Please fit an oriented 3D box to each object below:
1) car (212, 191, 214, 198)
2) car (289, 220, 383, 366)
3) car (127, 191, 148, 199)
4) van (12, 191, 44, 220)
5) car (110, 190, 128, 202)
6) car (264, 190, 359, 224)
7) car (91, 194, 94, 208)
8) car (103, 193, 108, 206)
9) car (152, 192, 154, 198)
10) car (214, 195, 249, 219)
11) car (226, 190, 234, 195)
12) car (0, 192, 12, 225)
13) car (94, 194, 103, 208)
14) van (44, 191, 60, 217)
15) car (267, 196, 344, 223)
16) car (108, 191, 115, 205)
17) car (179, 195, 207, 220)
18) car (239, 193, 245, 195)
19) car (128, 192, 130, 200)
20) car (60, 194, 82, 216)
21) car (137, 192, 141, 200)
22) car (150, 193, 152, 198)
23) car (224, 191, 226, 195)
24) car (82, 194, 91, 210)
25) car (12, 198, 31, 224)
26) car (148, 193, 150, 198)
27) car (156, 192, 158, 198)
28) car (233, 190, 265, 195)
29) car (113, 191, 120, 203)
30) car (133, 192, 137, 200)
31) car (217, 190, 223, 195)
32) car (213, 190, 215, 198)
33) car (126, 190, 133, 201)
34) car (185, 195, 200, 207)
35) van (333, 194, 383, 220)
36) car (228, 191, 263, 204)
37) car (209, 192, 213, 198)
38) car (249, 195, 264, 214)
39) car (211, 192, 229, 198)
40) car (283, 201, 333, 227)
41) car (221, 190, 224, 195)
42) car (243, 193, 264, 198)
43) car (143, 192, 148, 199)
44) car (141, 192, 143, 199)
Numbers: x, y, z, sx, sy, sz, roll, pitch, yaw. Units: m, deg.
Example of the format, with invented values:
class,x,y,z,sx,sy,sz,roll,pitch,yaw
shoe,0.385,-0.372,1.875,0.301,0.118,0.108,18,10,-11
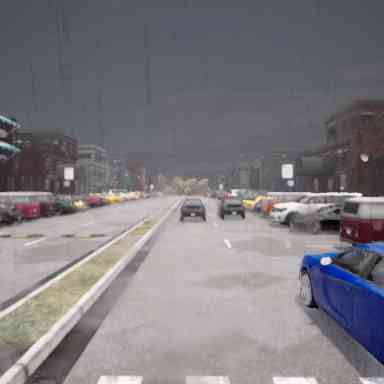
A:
class,x,y,z,sx,sy,sz,roll,pitch,yaw
car,7.608,0.890,75.257,4.792,1.488,2.163,0,0,0
car,3.097,1.444,4.721,1.882,1.535,5.008,0,0,0
car,-12.806,0.749,78.423,4.553,1.767,2.185,0,0,0
van,-13.016,1.051,22.976,4.442,1.987,1.878,0,1,0
car,-13.048,0.891,50.768,5.366,1.575,1.946,0,1,0
car,7.597,1.056,20.123,5.566,2.045,2.435,0,1,0
car,-12.912,1.010,33.969,4.553,1.767,2.185,0,1,0
car,-12.904,1.084,39.529,4.792,1.488,2.163,0,1,0
car,-12.833,0.904,83.972,5.008,1.535,2.097,0,0,0
car,3.079,1.257,26.720,1.837,1.490,4.892,0,1,0
car,7.578,0.770,42.186,5.566,2.045,2.435,0,1,0
car,-12.943,1.087,17.293,5.566,2.045,2.435,0,1,0
car,-12.873,1.096,36.749,5.008,1.535,2.097,0,1,0
van,-13.008,1.019,25.630,4.442,1.987,1.878,0,1,0
car,7.654,1.151,22.883,4.553,1.767,2.185,0,1,0
car,-12.878,1.014,42.308,4.892,1.521,2.231,0,1,0
car,0.080,1.274,25.425,1.837,1.490,4.892,0,1,0
car,7.799,1.135,33.917,5.366,1.575,1.946,0,1,0
car,-12.863,0.904,53.538,4.674,1.452,2.002,0,1,0
car,-12.857,0.957,28.528,5.566,2.045,2.435,0,1,0
car,-12.823,0.568,61.748,5.566,2.045,2.435,0,0,0
car,-12.801,0.919,81.193,4.792,1.488,2.163,0,0,0
car,7.632,0.730,44.943,5.566,2.045,2.435,0,1,0
car,-12.699,1.170,31.315,5.366,1.575,1.946,0,1,0
car,-12.898,1.309,20.196,4.892,1.521,2.231,0,1,0
car,-13.022,0.858,75.761,5.366,1.575,1.946,0,0,0
car,-12.813,0.957,92.434,5.008,1.535,2.097,0,0,0
car,7.577,0.935,39.430,4.553,1.767,2.185,0,1,0
car,-12.874,0.970,45.212,5.008,1.535,2.097,0,1,0
car,-13.040,0.825,58.970,5.366,1.575,1.946,0,0,0
car,7.566,0.604,55.966,5.566,2.045,2.435,0,0,0
car,7.578,0.837,69.742,5.008,1.535,2.097,0,0,0
car,-12.855,0.882,56.196,4.674,1.452,2.002,0,0,0
car,0.067,1.143,42.127,1.895,1.301,4.718,0,1,0
van,7.748,1.163,11.848,4.442,1.987,1.878,0,1,0
car,7.633,0.816,47.700,4.553,1.767,2.185,0,1,0
car,7.602,0.633,80.772,5.566,2.045,2.435,0,0,0
car,7.615,1.251,28.401,4.674,1.452,2.002,0,1,0
car,7.536,0.802,89.043,4.553,1.767,2.185,0,0,0
car,7.598,1.366,17.368,4.792,1.488,2.163,0,1,0
car,7.592,0.876,53.210,5.008,1.535,2.097,0,0,0
car,7.801,1.173,31.157,5.366,1.575,1.946,0,1,0
car,-12.845,0.849,72.981,4.892,1.521,2.231,0,0,0
car,-12.814,0.698,67.301,4.553,1.767,2.185,0,0,0
